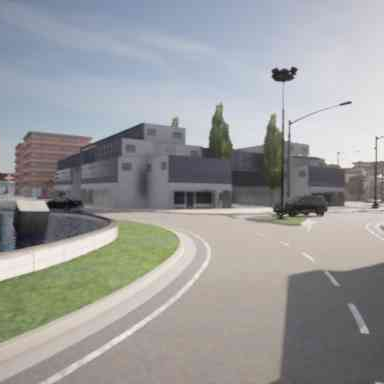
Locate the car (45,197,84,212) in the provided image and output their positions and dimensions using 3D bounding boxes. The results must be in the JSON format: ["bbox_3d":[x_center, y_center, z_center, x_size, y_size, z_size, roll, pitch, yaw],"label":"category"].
[{"bbox_3d":[-14.093,1.312,36.152,4.902,1.511,2.128,1,0,22],"label":"car"}]

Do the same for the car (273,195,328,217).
[{"bbox_3d":[10.594,1.331,32.365,5.566,2.045,2.150,1,0,-23],"label":"car"}]
